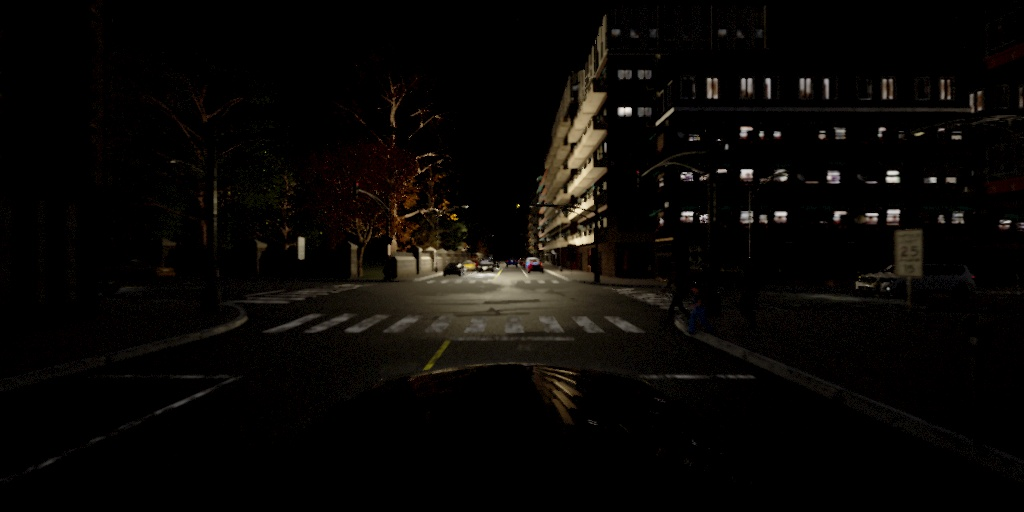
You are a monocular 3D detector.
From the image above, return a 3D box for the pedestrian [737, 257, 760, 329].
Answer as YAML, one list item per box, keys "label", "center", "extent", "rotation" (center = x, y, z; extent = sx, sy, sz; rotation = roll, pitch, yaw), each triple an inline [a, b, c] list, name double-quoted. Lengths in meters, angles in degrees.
- label: "pedestrian"
  center: [5.921, 0.890, 8.994]
  extent: [0.375, 1.860, 0.375]
  rotation: [0, 0, 0]

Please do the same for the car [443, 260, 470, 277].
- label: "car"
  center: [-5.700, 1.322, 35.918]
  extent: [1.948, 1.339, 4.313]
  rotation: [0, 0, 0]

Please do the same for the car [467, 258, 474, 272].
- label: "car"
  center: [-5.703, 1.289, 47.009]
  extent: [1.751, 1.417, 4.829]
  rotation: [0, 0, 0]

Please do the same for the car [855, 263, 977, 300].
- label: "car"
  center: [23.673, 1.432, 21.115]
  extent: [5.566, 2.045, 2.150]
  rotation: [1, 0, -1]

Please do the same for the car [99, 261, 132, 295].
- label: "car"
  center: [-18.966, 1.003, 14.883]
  extent: [4.207, 1.307, 1.802]
  rotation: [0, 0, -1]

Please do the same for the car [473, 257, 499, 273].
- label: "car"
  center: [-3.089, 1.253, 43.418]
  extent: [2.128, 1.511, 4.902]
  rotation: [0, 0, 0]

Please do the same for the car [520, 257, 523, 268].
- label: "car"
  center: [2.674, 1.217, 58.441]
  extent: [1.967, 1.591, 4.097]
  rotation: [0, 0, 0]

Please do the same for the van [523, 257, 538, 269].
- label: "van"
  center: [2.678, 1.106, 47.181]
  extent: [1.690, 1.789, 3.998]
  rotation: [0, 0, 0]

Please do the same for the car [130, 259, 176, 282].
- label: "car"
  center: [-24.749, 0.876, 23.207]
  extent: [4.829, 1.417, 1.751]
  rotation: [0, 0, -1]

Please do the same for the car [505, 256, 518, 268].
- label: "car"
  center: [-0.019, 1.006, 64.250]
  extent: [2.150, 2.045, 5.566]
  rotation: [0, 0, 0]

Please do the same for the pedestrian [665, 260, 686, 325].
- label: "pedestrian"
  center: [4.419, 0.935, 9.594]
  extent: [0.375, 1.860, 0.375]
  rotation: [0, 0, 0]

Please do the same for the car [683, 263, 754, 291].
- label: "car"
  center: [13.443, 1.349, 23.582]
  extent: [5.009, 1.841, 2.192]
  rotation: [0, 0, -1]

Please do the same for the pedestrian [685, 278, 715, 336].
- label: "pedestrian"
  center: [4.393, 1.189, 8.392]
  extent: [0.375, 1.300, 0.375]
  rotation: [0, 0, 0]

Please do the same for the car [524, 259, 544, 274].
- label: "car"
  center: [2.679, 1.305, 41.550]
  extent: [1.888, 1.381, 4.507]
  rotation: [0, 0, 0]
